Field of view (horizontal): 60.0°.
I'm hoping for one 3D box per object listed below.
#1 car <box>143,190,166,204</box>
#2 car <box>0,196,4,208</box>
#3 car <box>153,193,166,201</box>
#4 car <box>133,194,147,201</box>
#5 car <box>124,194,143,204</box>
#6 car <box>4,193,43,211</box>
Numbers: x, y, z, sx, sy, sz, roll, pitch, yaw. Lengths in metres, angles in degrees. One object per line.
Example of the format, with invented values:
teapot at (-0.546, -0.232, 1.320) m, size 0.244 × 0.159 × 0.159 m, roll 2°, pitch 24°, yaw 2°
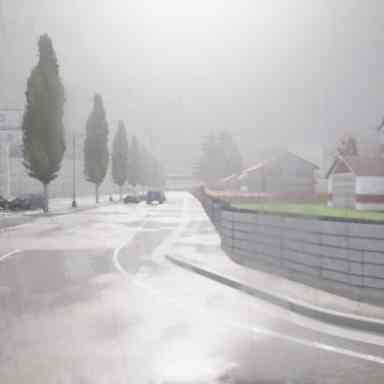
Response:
car at (-5.518, 0.697, 49.873) m, size 2.150 × 2.045 × 5.566 m, roll 0°, pitch 1°, yaw 0°
car at (-20.269, 1.116, 33.509) m, size 1.837 × 1.490 × 4.892 m, roll 0°, pitch 1°, yaw -1°
car at (-5.840, 0.930, 60.272) m, size 1.994 × 1.385 × 4.181 m, roll 0°, pitch 1°, yaw -1°
car at (-9.340, 0.960, 60.216) m, size 1.895 × 1.301 × 4.718 m, roll 0°, pitch 1°, yaw -1°
car at (-9.027, 1.025, 50.355) m, size 1.994 × 1.385 × 4.181 m, roll 0°, pitch 1°, yaw -1°
car at (-16.779, 0.964, 34.109) m, size 2.097 × 1.767 × 4.553 m, roll 0°, pitch 1°, yaw -1°
